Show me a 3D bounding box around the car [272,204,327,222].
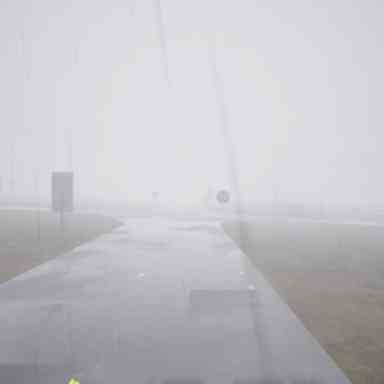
[{"bbox_3d":[10.039,1.919,31.073,4.902,1.511,2.128,2,-1,0],"label":"car"}]

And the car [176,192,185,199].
[{"bbox_3d":[-2.753,0.887,82.934,2.097,1.767,4.553,0,0,0],"label":"car"}]
